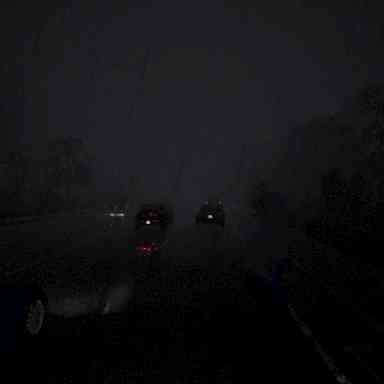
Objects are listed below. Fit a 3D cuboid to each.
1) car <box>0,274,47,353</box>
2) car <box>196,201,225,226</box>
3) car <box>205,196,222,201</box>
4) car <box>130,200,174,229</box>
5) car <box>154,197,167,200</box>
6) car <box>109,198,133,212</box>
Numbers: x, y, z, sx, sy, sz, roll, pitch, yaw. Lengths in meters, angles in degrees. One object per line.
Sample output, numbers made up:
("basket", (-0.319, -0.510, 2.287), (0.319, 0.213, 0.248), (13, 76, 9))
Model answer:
("car", (-3.278, 1.519, 3.462), (1.812, 1.442, 4.674), (0, 0, 1))
("car", (1.306, 1.561, 23.414), (1.994, 1.385, 4.181), (0, 0, 4))
("car", (2.749, 1.345, 42.035), (2.097, 1.767, 4.553), (0, 0, 4))
("car", (-2.345, 1.495, 21.543), (1.837, 1.490, 4.892), (0, 0, 4))
("car", (-4.279, 1.455, 44.336), (1.882, 1.535, 5.008), (0, 0, 5))
("car", (-8.212, 1.463, 39.052), (2.128, 1.511, 4.902), (0, 0, 5))
